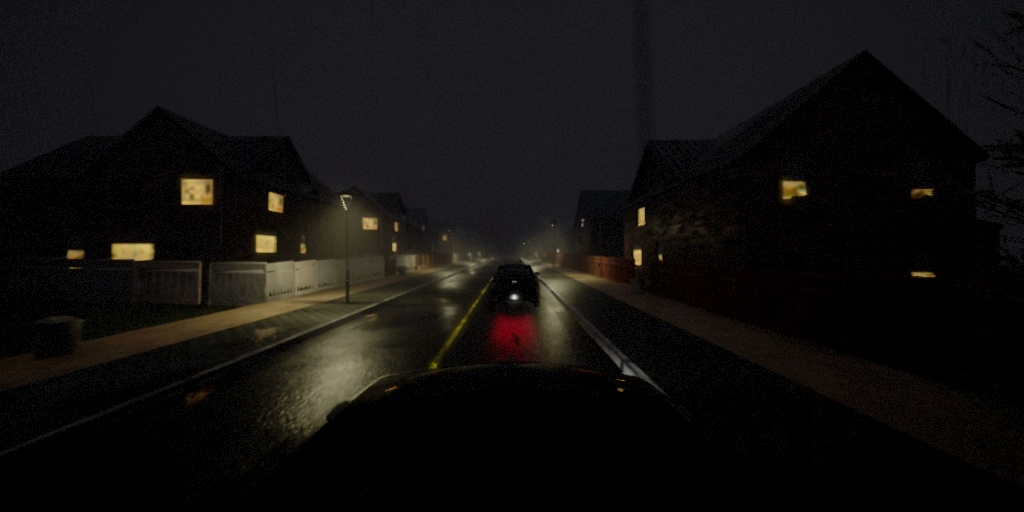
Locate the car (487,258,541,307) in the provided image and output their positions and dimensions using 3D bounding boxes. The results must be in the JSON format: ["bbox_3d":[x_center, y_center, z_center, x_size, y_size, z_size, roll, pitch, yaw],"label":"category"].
[{"bbox_3d":[0.090,1.037,14.174,1.837,1.490,4.892,0,2,0],"label":"car"}]
